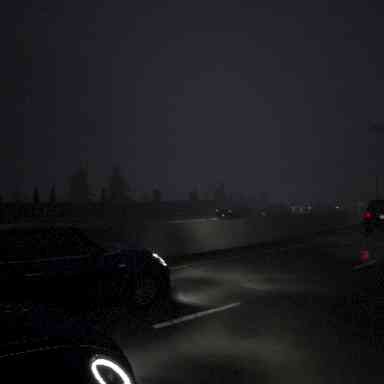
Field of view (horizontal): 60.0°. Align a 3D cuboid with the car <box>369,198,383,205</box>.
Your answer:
[{"bbox_3d":[45.805,2.384,81.930,1.801,1.575,5.366,0,0,3],"label":"car"}]

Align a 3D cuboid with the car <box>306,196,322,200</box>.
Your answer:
[{"bbox_3d":[25.181,1.870,68.087,2.150,2.045,5.566,0,0,14],"label":"car"}]

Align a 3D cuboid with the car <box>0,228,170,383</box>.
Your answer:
[{"bbox_3d":[-2.571,1.344,2.018,4.553,1.767,2.097,1,-1,-35],"label":"car"}]

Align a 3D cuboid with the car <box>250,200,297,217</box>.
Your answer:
[{"bbox_3d":[7.781,1.771,31.400,2.128,1.511,4.902,0,0,37],"label":"car"}]

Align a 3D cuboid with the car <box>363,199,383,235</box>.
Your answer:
[{"bbox_3d":[11.879,1.450,19.637,2.150,2.045,5.566,0,-1,42],"label":"car"}]

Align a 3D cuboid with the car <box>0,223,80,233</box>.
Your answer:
[{"bbox_3d":[-2.646,1.374,6.348,4.553,1.767,2.097,1,-1,-37],"label":"car"}]

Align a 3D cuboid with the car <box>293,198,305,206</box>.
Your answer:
[{"bbox_3d":[21.842,2.134,69.181,1.837,1.490,4.892,0,0,14],"label":"car"}]

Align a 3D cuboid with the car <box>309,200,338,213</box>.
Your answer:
[{"bbox_3d":[12.791,1.817,32.275,2.128,1.511,4.902,0,0,36],"label":"car"}]

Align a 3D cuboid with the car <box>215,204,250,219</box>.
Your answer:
[{"bbox_3d":[4.251,1.860,32.505,1.895,1.301,4.718,0,0,39],"label":"car"}]

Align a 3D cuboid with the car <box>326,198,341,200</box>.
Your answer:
[{"bbox_3d":[29.073,1.972,69.633,1.882,1.535,5.008,0,0,11],"label":"car"}]
